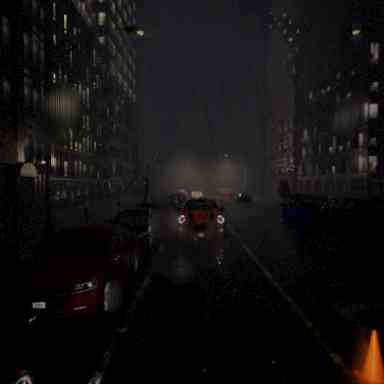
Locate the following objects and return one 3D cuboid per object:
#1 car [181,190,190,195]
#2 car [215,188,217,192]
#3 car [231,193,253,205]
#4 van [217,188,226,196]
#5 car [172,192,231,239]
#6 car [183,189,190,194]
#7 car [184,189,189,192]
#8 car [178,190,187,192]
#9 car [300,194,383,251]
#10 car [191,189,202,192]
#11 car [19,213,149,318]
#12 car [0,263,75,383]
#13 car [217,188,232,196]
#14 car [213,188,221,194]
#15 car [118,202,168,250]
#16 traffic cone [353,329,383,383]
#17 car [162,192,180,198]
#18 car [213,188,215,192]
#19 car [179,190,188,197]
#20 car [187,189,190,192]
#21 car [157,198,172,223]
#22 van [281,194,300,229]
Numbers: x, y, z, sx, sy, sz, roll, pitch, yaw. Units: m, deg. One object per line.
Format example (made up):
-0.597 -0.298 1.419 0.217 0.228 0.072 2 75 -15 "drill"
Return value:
-1.605 0.097 81.100 1.947 1.339 4.313 0 1 1 "car"
6.670 0.072 69.655 2.192 1.841 5.009 0 1 1 "car"
6.413 0.820 41.246 2.008 1.369 4.403 0 1 1 "car"
6.722 -0.005 75.337 1.690 1.788 3.998 0 1 1 "van"
0.395 1.073 15.423 2.097 1.767 4.553 0 1 1 "car"
-1.502 -0.124 92.464 2.008 1.369 4.403 0 1 1 "car"
-1.864 0.627 52.687 1.802 1.307 4.206 0 1 1 "car"
-1.967 0.801 41.322 2.008 1.369 4.403 0 1 1 "car"
6.152 1.095 12.829 2.192 1.841 5.009 0 1 1 "car"
0.959 0.155 66.389 2.097 1.767 4.553 0 1 1 "car"
-2.278 1.407 7.227 1.887 1.381 4.507 0 1 1 "car"
-2.330 1.531 1.545 1.947 1.339 4.313 0 1 1 "car"
6.618 0.175 63.972 2.192 1.841 5.009 0 1 1 "car"
6.877 -0.215 92.386 1.967 1.590 4.097 0 1 1 "car"
-2.227 1.311 12.910 2.008 1.369 4.403 0 1 1 "car"
2.113 1.888 3.858 0.340 0.580 0.340 0 1 1 "traffic cone"
-2.071 1.005 29.957 2.008 1.369 4.403 0 1 1 "car"
6.774 -0.009 81.022 1.967 1.590 4.097 0 1 1 "car"
-1.710 0.266 69.564 1.752 1.417 4.829 0 1 1 "car"
-1.813 0.383 58.367 1.967 1.590 4.097 0 1 1 "car"
-2.174 1.241 18.593 1.802 1.307 4.206 0 1 1 "car"
6.204 1.019 18.512 1.690 1.788 3.998 0 1 1 "van"
